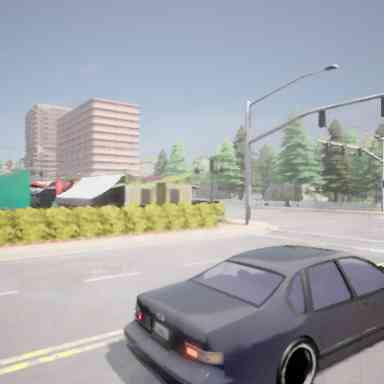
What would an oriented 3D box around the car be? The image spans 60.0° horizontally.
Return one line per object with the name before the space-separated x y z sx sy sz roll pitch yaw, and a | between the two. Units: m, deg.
car | 1.734 1.546 5.037 5.357 1.411 2.033 0 0 -35
